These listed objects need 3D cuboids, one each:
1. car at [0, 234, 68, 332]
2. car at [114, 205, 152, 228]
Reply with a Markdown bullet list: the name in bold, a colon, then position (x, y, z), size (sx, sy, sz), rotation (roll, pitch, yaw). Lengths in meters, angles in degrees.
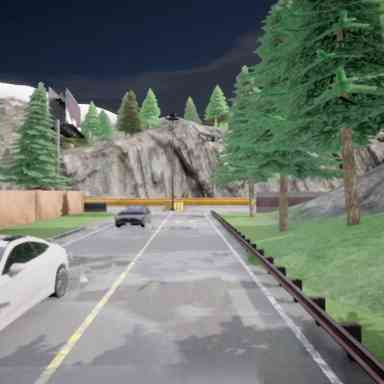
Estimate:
- **car**: position (-3.661, 1.531, 5.809), size (1.812, 1.442, 4.674), rotation (0, 0, -1)
- **car**: position (-3.838, 1.569, 22.579), size (2.033, 1.411, 5.357), rotation (0, 0, -1)
